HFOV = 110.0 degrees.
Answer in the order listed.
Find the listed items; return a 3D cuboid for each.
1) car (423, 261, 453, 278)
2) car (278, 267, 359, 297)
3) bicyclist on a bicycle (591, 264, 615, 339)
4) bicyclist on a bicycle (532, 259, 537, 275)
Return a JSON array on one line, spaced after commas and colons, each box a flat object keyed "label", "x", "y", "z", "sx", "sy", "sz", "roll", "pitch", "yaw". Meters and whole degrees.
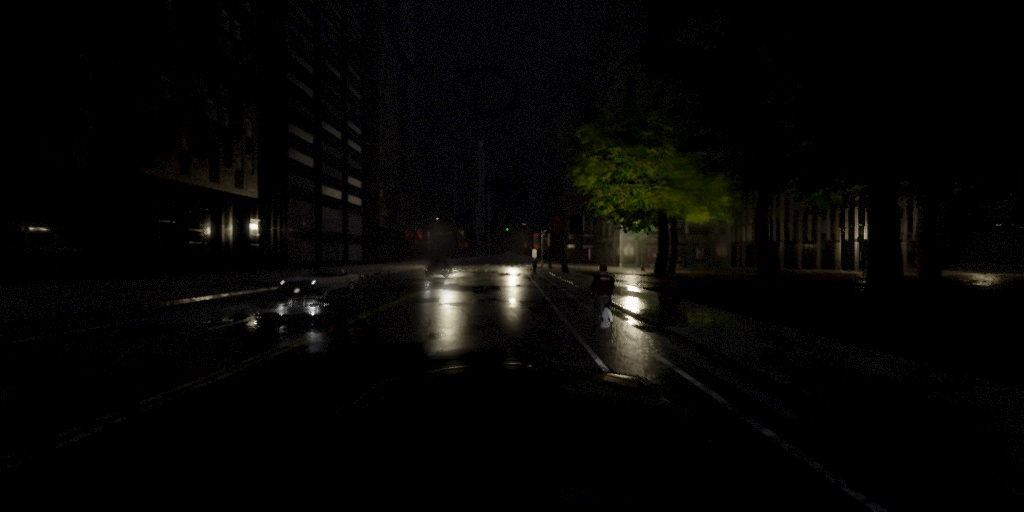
[{"label": "car", "x": -6.594, "y": 1.168, "z": 32.660, "sx": 1.812, "sy": 1.442, "sz": 4.674, "roll": 0, "pitch": 0, "yaw": 0}, {"label": "car", "x": -9.852, "y": 1.284, "z": 18.653, "sx": 1.895, "sy": 1.301, "sz": 4.718, "roll": 0, "pitch": 0, "yaw": 0}, {"label": "bicyclist on a bicycle", "x": 2.249, "y": 1.089, "z": 9.024, "sx": 0.659, "sy": 1.776, "sz": 1.843, "roll": 0, "pitch": 0, "yaw": 0}, {"label": "bicyclist on a bicycle", "x": 2.249, "y": 1.089, "z": 35.269, "sx": 0.582, "sy": 1.620, "sz": 1.656, "roll": 0, "pitch": 0, "yaw": 0}]
